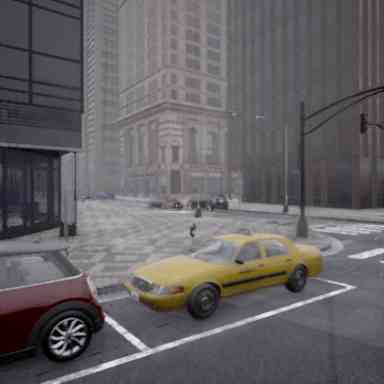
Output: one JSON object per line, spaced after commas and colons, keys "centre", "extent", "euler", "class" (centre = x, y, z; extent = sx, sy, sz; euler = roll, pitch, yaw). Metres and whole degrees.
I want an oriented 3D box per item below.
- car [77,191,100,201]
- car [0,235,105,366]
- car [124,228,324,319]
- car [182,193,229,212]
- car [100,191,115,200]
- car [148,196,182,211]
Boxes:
{"centre": [-16.745, 0.605, 52.050], "extent": [2.033, 1.411, 5.357], "euler": [0, 1, -35], "class": "car"}
{"centre": [-3.352, 1.450, 4.254], "extent": [4.097, 1.590, 1.967], "euler": [0, 0, -36], "class": "car"}
{"centre": [0.947, 1.521, 7.332], "extent": [4.829, 1.417, 1.752], "euler": [0, 0, -36], "class": "car"}
{"centre": [1.455, 0.864, 32.046], "extent": [2.097, 1.767, 4.553], "euler": [0, 1, -36], "class": "car"}
{"centre": [-14.057, 0.530, 53.593], "extent": [1.882, 1.535, 5.008], "euler": [0, 1, -35], "class": "car"}
{"centre": [-2.557, 1.043, 32.169], "extent": [1.994, 1.385, 4.181], "euler": [0, 1, -36], "class": "car"}
